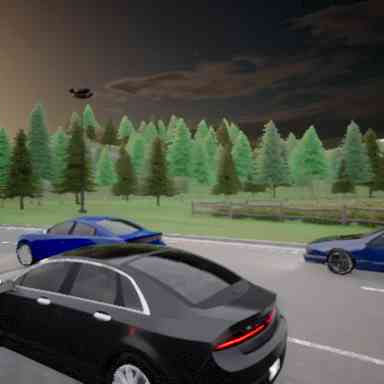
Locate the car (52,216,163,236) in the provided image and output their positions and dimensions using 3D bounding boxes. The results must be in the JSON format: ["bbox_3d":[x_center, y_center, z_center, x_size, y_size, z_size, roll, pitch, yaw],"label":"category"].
[{"bbox_3d":[-3.133,1.451,9.887,5.008,1.535,1.882,0,0,31],"label":"car"}]

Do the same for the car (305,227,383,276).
[{"bbox_3d":[5.712,1.471,8.439,5.357,1.411,2.033,0,0,35],"label":"car"}]

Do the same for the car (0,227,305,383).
[{"bbox_3d":[-1.219,1.489,4.596,4.892,1.490,1.837,0,0,33],"label":"car"}]
